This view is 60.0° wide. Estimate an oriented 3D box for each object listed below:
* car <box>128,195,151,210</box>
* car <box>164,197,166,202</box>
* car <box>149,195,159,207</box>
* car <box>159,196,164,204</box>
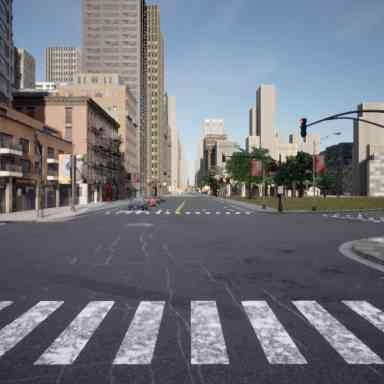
[{"bbox_3d":[-6.659,1.484,41.507,1.812,1.442,4.674,0,0,0],"label":"car"},{"bbox_3d":[-6.557,1.502,69.742,1.895,1.301,4.718,0,0,0],"label":"car"},{"bbox_3d":[-6.643,1.295,50.559,2.097,1.767,4.553,0,0,0],"label":"car"},{"bbox_3d":[-6.631,1.492,59.610,1.994,1.385,4.181,0,0,0],"label":"car"}]
